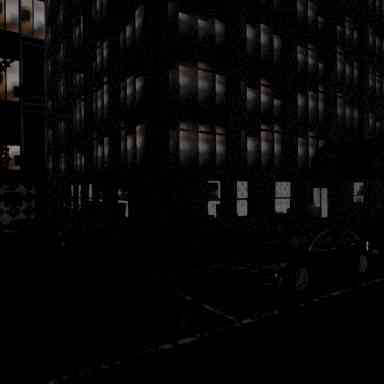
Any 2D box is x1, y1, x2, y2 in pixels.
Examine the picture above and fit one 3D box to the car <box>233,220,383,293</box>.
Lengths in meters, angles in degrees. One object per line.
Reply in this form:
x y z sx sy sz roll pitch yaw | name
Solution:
3.014 1.549 8.713 4.403 1.369 2.008 0 -1 -35 | car
